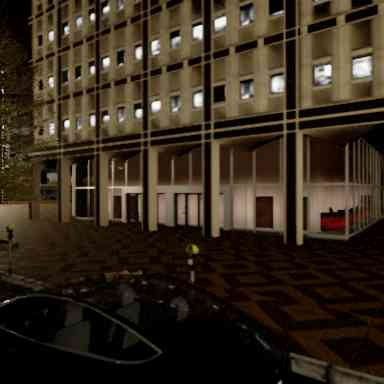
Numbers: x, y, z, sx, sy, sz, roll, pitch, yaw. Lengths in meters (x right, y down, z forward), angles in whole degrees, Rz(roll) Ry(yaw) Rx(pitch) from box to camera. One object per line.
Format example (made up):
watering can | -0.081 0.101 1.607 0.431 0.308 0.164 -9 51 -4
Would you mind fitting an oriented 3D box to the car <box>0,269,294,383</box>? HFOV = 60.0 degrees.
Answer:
car | -1.089 1.567 3.654 4.313 1.339 1.947 0 0 36
